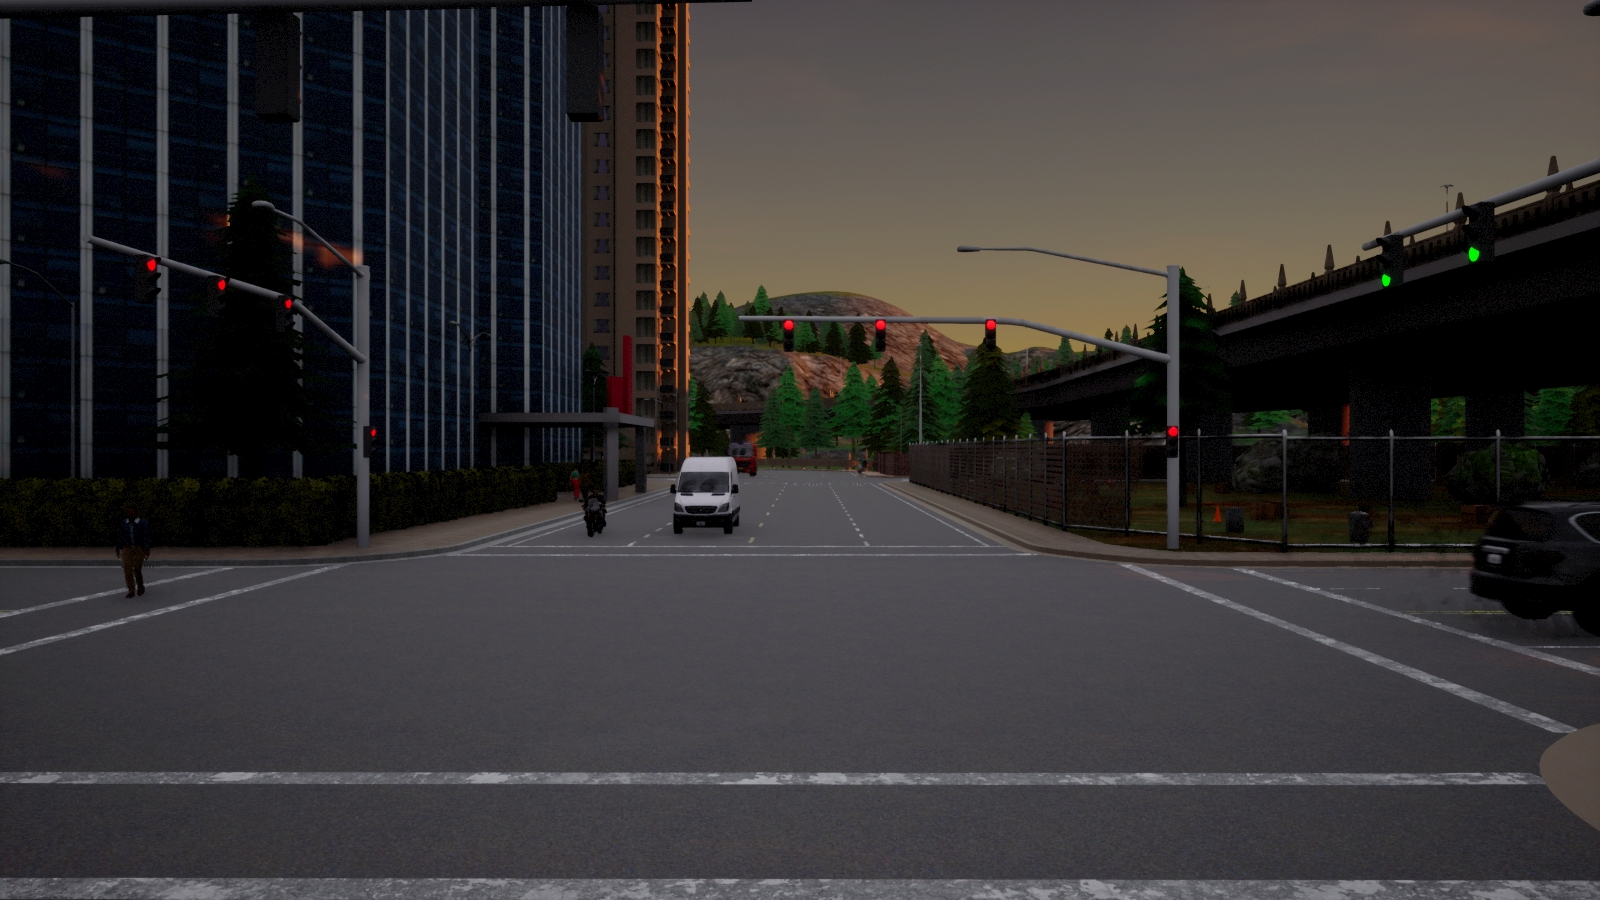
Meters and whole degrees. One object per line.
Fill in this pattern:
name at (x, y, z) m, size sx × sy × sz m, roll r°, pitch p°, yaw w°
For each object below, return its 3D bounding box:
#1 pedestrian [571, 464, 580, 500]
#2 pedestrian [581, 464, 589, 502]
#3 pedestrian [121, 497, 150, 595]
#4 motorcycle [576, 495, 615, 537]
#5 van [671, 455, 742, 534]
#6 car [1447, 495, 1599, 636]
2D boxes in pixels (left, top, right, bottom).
pedestrian at (-11.616, 1.641, 58.997) m, size 0.375 × 1.860 × 0.375 m, roll 0°, pitch 0°, yaw 2°
pedestrian at (-10.699, 1.642, 56.898) m, size 0.375 × 1.860 × 0.375 m, roll 0°, pitch 0°, yaw -8°
pedestrian at (-12.831, 1.848, 22.059) m, size 0.375 × 1.860 × 0.375 m, roll 0°, pitch 0°, yaw -8°
motorcycle at (-6.735, 2.150, 37.693) m, size 0.867 × 1.251 × 2.209 m, roll 0°, pitch 0°, yaw 0°
van at (-3.226, 1.479, 40.346) m, size 1.988 × 2.561 × 5.915 m, roll 0°, pitch 0°, yaw 0°
car at (13.761, 1.781, 18.309) m, size 5.566 × 2.045 × 2.150 m, roll 0°, pitch 0°, yaw 0°
